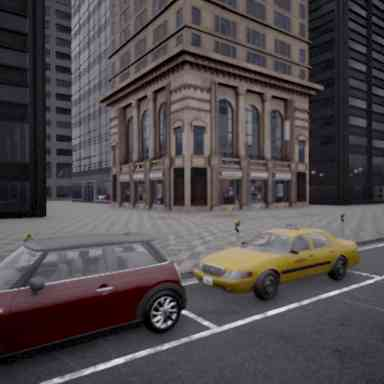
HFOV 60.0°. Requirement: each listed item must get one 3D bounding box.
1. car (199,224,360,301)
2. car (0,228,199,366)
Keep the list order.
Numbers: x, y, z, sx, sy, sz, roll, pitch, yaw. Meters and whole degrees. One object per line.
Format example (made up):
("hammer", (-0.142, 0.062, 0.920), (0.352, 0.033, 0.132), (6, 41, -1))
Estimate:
("car", (2.291, 1.504, 8.285), (4.829, 1.417, 1.752), (0, 0, -35))
("car", (-2.164, 1.437, 5.108), (4.097, 1.590, 1.967), (0, 0, -35))
